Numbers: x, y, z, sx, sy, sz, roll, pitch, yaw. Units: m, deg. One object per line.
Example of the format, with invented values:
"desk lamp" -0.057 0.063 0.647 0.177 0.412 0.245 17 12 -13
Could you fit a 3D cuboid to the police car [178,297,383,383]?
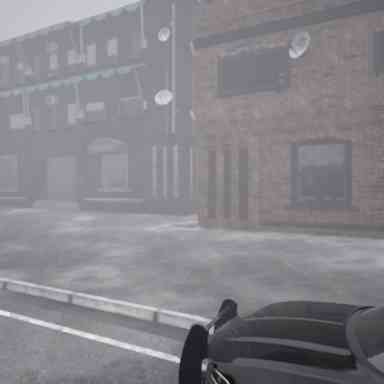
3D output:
"police car" 2.397 1.430 2.440 5.238 1.638 1.930 1 0 27
